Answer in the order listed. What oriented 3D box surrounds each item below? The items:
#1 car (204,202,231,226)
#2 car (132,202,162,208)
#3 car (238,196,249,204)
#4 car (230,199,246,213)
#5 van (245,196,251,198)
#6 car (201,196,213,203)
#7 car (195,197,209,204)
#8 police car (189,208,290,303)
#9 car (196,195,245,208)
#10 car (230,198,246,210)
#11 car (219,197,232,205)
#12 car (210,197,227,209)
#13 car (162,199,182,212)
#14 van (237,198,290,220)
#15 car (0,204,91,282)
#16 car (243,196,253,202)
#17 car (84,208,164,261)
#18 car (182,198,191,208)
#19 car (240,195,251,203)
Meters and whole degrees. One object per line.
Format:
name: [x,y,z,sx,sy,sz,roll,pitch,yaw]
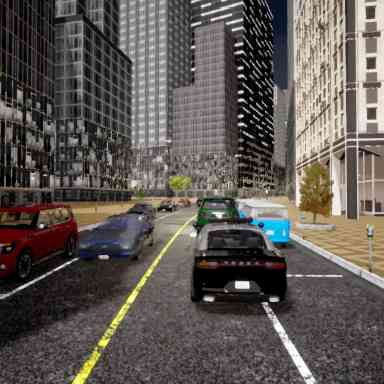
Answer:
car: [1.858,1.535,24.175,1.812,1.442,4.674,0,0,5]
car: [-4.021,1.586,27.176,1.947,1.339,4.313,1,0,5]
car: [10.367,1.588,66.688,1.947,1.339,4.313,1,0,13]
car: [5.283,1.533,38.349,1.752,1.417,4.829,1,0,8]
van: [3.491,1.346,20.568,1.690,1.788,3.998,1,0,4]
car: [3.251,1.588,71.458,1.752,1.417,4.829,1,0,13]
car: [2.054,1.621,66.266,1.947,1.339,4.313,1,0,12]
police car: [0.962,1.428,8.425,1.930,1.638,5.238,0,0,2]
car: [1.426,1.231,18.265,2.150,2.045,5.566,0,0,4]
car: [6.071,1.575,43.970,1.947,1.339,4.313,1,0,9]
car: [6.047,1.628,59.669,1.895,1.301,4.718,0,0,12]
car: [3.668,1.495,45.924,1.882,1.535,5.008,0,0,10]
car: [-2.781,1.594,38.509,1.947,1.339,4.313,1,0,7]
van: [3.129,1.345,14.716,1.690,1.788,3.998,1,0,3]
car: [-5.100,1.323,10.028,2.192,1.841,5.009,1,0,2]
car: [13.100,1.576,77.684,1.887,1.381,4.507,1,0,15]
car: [-2.527,1.555,12.584,2.033,1.411,5.357,0,0,2]
car: [-1.136,1.619,49.735,1.802,1.307,4.206,1,0,9]
car: [11.690,1.467,72.220,1.967,1.590,4.097,1,0,14]
